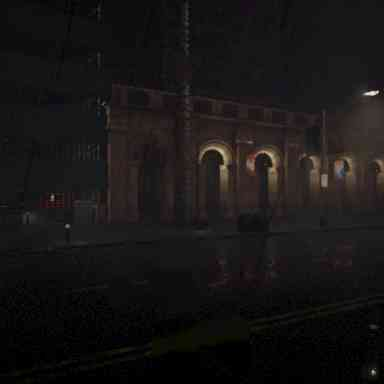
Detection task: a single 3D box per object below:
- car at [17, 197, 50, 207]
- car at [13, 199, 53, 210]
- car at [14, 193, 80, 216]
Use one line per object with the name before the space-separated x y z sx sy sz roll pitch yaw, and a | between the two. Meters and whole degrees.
car | -26.320 1.631 55.316 4.786 1.482 2.161 0 0 -27
car | -21.407 1.639 44.798 4.718 1.301 1.895 0 0 -27
car | -12.241 1.146 28.710 5.566 2.045 2.435 0 0 -27
